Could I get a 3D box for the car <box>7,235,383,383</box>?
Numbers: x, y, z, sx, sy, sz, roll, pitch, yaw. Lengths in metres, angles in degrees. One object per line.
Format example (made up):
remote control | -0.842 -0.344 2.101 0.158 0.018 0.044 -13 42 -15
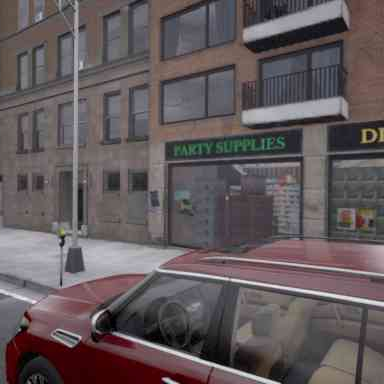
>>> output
car | 0.571 1.315 2.659 5.009 1.841 2.192 0 1 35
